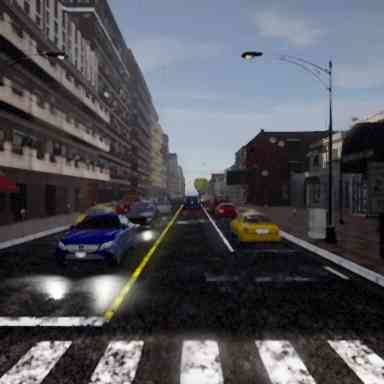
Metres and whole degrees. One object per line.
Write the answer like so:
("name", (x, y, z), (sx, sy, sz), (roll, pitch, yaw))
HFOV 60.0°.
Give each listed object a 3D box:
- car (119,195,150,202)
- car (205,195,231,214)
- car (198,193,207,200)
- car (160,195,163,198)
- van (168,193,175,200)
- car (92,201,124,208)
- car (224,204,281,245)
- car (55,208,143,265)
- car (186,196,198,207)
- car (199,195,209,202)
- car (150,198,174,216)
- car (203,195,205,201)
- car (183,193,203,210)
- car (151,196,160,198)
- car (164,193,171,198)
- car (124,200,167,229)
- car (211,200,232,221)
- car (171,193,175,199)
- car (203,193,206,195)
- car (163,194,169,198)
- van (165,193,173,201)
("car", (-5.679, 1.252, 31.493), (2.192, 1.841, 5.009), (0, 0, 0))
("car", (2.702, 1.238, 31.491), (2.192, 1.841, 5.009), (0, 0, 0))
("car", (2.719, 1.207, 86.883), (2.192, 1.841, 5.009), (0, 0, 0))
("car", (-5.674, 1.445, 47.941), (1.752, 1.417, 4.829), (0, 0, 0))
("van", (-5.660, 1.249, 92.425), (1.690, 1.788, 3.998), (0, 0, 0))
("car", (-5.683, 1.479, 20.244), (1.752, 1.417, 4.829), (0, 0, 0))
("car", (2.696, 1.473, 15.043), (1.752, 1.417, 4.829), (0, 0, 0))
("car", (-3.094, 1.489, 11.634), (1.812, 1.442, 4.674), (0, 0, 0))
("car", (0.016, 1.385, 51.683), (1.882, 1.535, 5.008), (0, 0, 0))
("car", (2.715, 1.442, 75.805), (2.008, 1.369, 4.403), (0, 0, 0))
("car", (-3.073, 1.533, 32.159), (1.895, 1.301, 4.718), (0, 0, 0))
("car", (2.707, 1.456, 48.108), (2.008, 1.369, 4.403), (0, 0, 0))
("car", (0.012, 1.268, 41.646), (2.097, 1.767, 4.553), (0, 0, 0))
("car", (-5.676, 1.475, 42.571), (2.008, 1.369, 4.403), (0, 0, 0))
("car", (-5.669, 1.349, 64.728), (1.967, 1.590, 4.097), (0, 0, 0))
("car", (-3.083, 1.495, 21.619), (2.033, 1.411, 5.357), (0, 0, 0))
("car", (2.699, 1.513, 25.952), (1.802, 1.307, 4.206), (0, 0, 0))
("car", (-5.665, 1.220, 75.807), (2.192, 1.841, 5.009), (0, 0, 0))
("car", (2.713, 1.418, 70.436), (1.752, 1.417, 4.829), (0, 0, 0))
("car", (-5.671, 1.457, 59.190), (1.887, 1.381, 4.507), (0, 0, 0))
("van", (-5.664, 1.246, 81.347), (1.690, 1.788, 3.998), (0, 0, 0))
